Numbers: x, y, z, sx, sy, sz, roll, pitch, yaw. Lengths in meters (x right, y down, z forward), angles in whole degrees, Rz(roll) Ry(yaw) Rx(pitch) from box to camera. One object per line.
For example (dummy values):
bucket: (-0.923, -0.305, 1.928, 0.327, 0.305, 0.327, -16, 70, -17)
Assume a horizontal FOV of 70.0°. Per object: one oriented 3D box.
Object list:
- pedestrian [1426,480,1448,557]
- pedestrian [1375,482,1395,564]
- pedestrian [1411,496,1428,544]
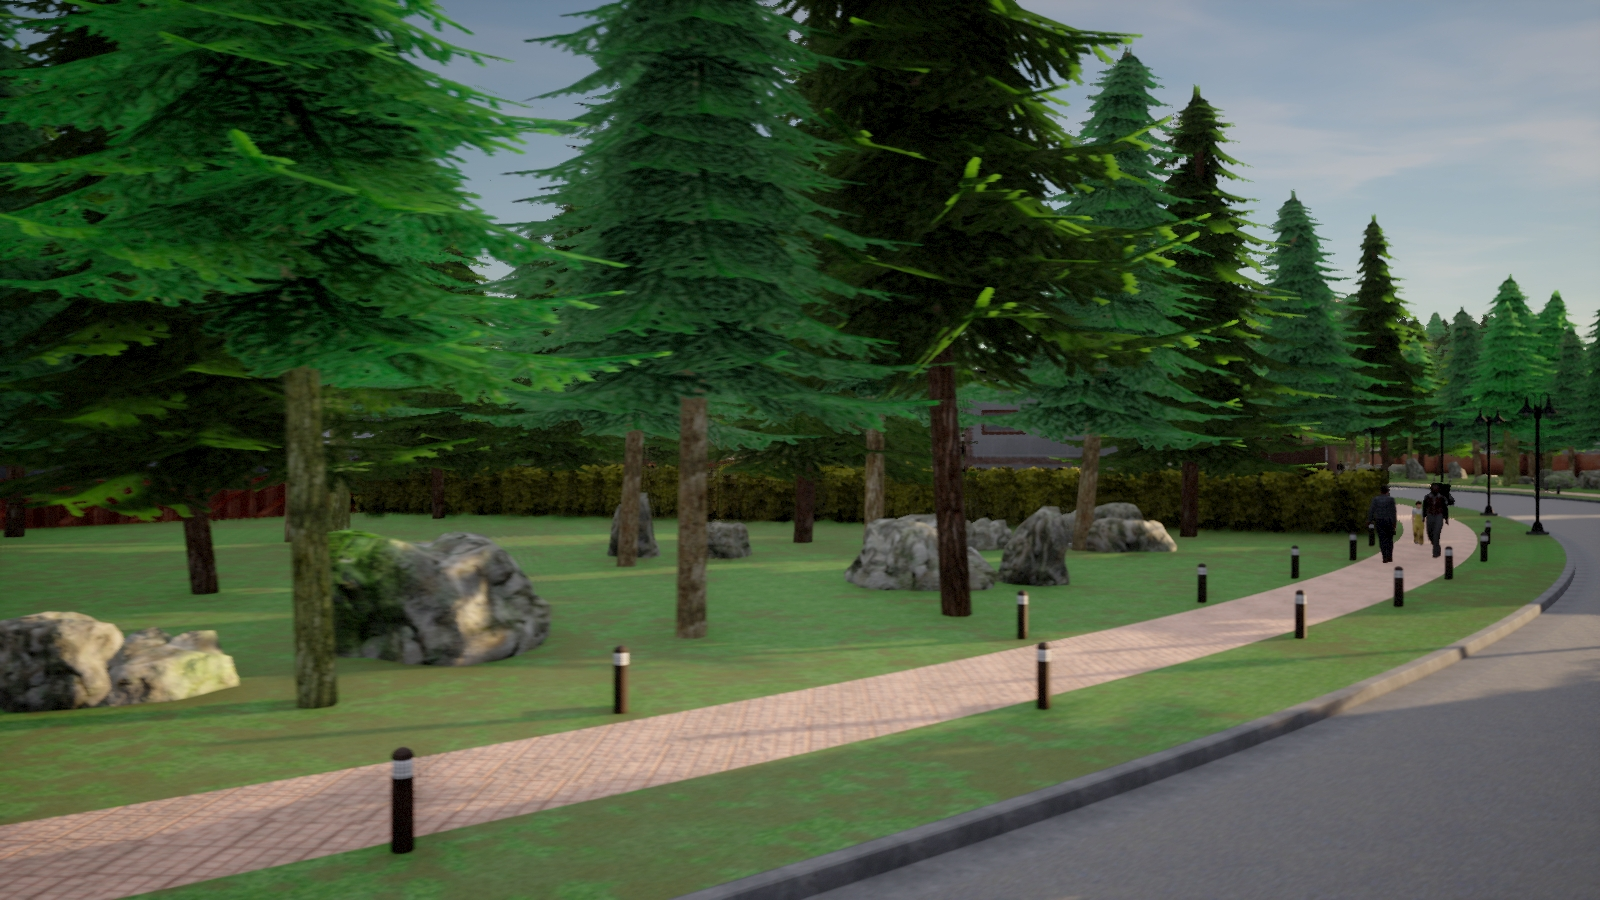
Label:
pedestrian: (15.572, 1.666, 27.941, 0.375, 1.860, 0.375, 0, 0, 44)
pedestrian: (13.498, 1.665, 26.351, 0.375, 1.860, 0.375, 0, 0, 33)
pedestrian: (17.188, 1.946, 31.714, 0.375, 1.300, 0.375, 0, 0, 36)
